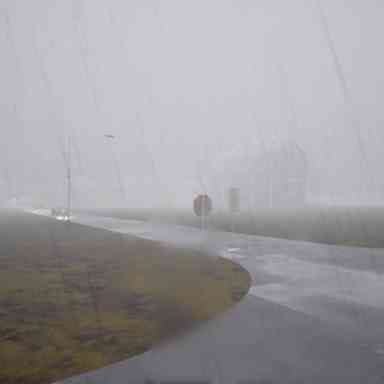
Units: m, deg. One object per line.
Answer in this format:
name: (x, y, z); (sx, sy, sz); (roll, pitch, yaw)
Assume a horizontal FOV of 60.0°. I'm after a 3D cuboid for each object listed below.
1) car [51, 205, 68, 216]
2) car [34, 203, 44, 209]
car: (-19.277, 2.723, 48.598); (2.128, 1.511, 4.902); (1, -2, -32)
car: (-39.746, 3.533, 86.228); (1.837, 1.490, 4.892); (1, -2, -32)
